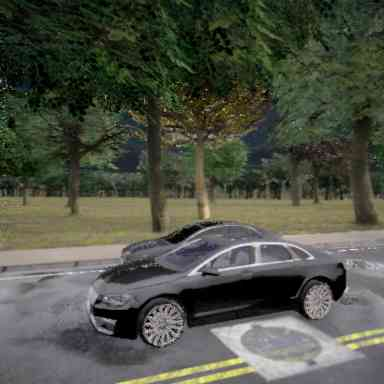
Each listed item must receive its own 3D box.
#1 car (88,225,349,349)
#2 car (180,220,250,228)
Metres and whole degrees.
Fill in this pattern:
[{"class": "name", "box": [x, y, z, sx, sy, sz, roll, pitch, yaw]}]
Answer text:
[{"class": "car", "box": [0.622, 1.567, 6.261, 4.902, 1.511, 2.128, 0, -1, -22]}, {"class": "car", "box": [0.415, 1.621, 9.675, 4.892, 1.490, 1.837, 0, -1, -22]}]
